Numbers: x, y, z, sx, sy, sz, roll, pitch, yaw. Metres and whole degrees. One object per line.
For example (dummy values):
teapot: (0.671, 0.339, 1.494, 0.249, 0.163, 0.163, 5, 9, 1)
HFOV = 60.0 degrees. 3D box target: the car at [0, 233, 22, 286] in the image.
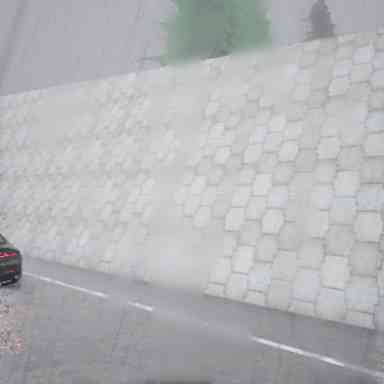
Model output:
car: (-6.263, 1.618, 8.675, 4.892, 1.490, 1.837, 0, -1, 38)
